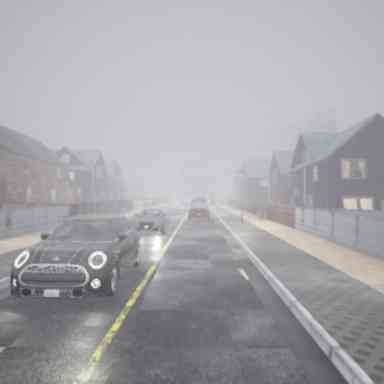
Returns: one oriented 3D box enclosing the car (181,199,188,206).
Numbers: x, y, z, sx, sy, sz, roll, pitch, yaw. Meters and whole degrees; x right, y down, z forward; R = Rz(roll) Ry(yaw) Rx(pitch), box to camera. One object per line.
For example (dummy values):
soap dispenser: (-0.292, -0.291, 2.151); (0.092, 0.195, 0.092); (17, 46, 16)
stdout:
car: (-1.304, 2.202, 72.010); (1.812, 1.442, 4.674); (0, -1, 1)

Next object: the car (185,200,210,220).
car: (0.656, 1.756, 30.944); (1.882, 1.535, 5.008); (0, -1, 1)

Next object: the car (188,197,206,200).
car: (0.988, 1.661, 46.409); (2.150, 2.045, 5.566); (0, -1, 1)

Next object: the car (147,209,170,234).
car: (-2.460, 1.716, 20.138); (1.994, 1.385, 4.181); (0, -1, 1)

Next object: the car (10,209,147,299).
car: (-2.691, 1.405, 8.744); (2.097, 1.767, 4.553); (0, -1, 1)
